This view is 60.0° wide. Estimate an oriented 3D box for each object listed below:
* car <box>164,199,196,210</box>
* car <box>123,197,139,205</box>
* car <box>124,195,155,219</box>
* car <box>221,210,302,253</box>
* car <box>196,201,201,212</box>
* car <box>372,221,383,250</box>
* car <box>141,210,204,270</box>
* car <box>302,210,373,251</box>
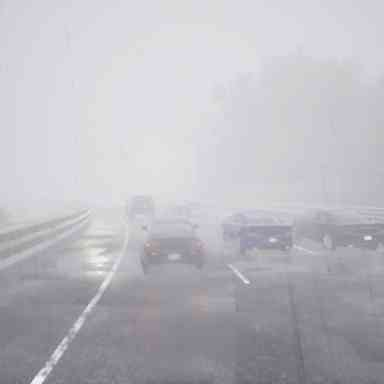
[{"bbox_3d":[-1.423,1.592,31.315,1.812,1.442,4.674,0,0,-17],"label":"car"},{"bbox_3d":[-11.765,1.736,64.133,1.994,1.385,4.181,0,0,-25],"label":"car"},{"bbox_3d":[-4.787,1.300,30.475,2.150,2.045,5.566,0,0,-17],"label":"car"},{"bbox_3d":[2.479,1.495,13.809,1.882,1.535,5.008,0,0,-7],"label":"car"},{"bbox_3d":[-0.568,1.557,39.355,1.882,1.535,5.008,0,0,-21],"label":"car"},{"bbox_3d":[7.110,1.202,7.562,2.150,2.045,5.566,0,-1,-10],"label":"car"},{"bbox_3d":[-0.705,1.550,11.079,1.812,1.442,4.674,0,0,-6],"label":"car"},{"bbox_3d":[5.945,1.481,14.221,1.882,1.535,5.008,0,0,-6],"label":"car"}]
